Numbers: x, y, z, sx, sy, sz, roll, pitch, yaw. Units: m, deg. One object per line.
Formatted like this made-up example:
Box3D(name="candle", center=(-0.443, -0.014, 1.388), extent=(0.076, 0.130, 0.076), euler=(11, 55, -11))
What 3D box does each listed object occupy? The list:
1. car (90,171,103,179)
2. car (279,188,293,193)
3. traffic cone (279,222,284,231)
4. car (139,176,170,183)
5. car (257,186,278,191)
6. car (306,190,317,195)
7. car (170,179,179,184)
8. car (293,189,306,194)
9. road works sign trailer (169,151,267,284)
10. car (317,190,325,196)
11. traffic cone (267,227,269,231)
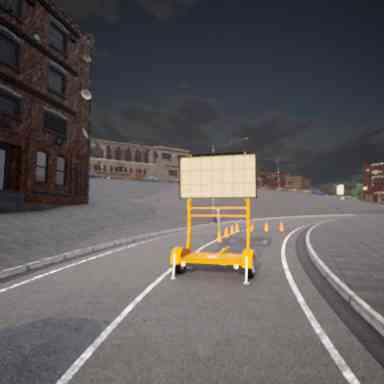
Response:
Box3D(name="car", center=(-16.050, -2.437, 51.287), extent=(4.553, 1.767, 2.185), euler=(3, -6, -32))
Box3D(name="car", center=(20.314, -0.152, 76.481), extent=(4.674, 1.452, 2.002), euler=(4, -6, -38))
Box3D(name="traffic cone", center=(5.974, 2.312, 22.197), extent=(0.340, 0.580, 0.340), euler=(-2, -2, 16))
Box3D(name="car", center=(-6.824, -1.864, 57.142), extent=(4.892, 1.521, 2.231), euler=(3, -6, -32))
Box3D(name="car", center=(15.999, -0.463, 73.052), extent=(4.792, 1.488, 2.163), euler=(4, -6, -37))
Box3D(name="car", center=(28.725, 0.333, 83.642), extent=(4.553, 1.767, 2.185), euler=(5, -7, -41))
Box3D(name="car", center=(-2.174, -1.626, 60.108), extent=(4.892, 1.521, 2.231), euler=(3, -6, -33))
Box3D(name="car", center=(24.478, 0.115, 79.942), extent=(4.892, 1.521, 2.231), euler=(4, -6, -40))
Box3D(name="road works sign trailer", center=(0.829, 0.604, 10.179), extent=(2.380, 3.560, 2.880), euler=(-1, -1, 18))
Box3D(name="car", center=(32.886, 0.579, 87.400), extent=(5.566, 2.045, 2.435), euler=(5, -7, -42))
Box3D(name="traffic cone", center=(5.018, 2.342, 22.477), extent=(0.340, 0.580, 0.340), euler=(-2, -2, 16))
